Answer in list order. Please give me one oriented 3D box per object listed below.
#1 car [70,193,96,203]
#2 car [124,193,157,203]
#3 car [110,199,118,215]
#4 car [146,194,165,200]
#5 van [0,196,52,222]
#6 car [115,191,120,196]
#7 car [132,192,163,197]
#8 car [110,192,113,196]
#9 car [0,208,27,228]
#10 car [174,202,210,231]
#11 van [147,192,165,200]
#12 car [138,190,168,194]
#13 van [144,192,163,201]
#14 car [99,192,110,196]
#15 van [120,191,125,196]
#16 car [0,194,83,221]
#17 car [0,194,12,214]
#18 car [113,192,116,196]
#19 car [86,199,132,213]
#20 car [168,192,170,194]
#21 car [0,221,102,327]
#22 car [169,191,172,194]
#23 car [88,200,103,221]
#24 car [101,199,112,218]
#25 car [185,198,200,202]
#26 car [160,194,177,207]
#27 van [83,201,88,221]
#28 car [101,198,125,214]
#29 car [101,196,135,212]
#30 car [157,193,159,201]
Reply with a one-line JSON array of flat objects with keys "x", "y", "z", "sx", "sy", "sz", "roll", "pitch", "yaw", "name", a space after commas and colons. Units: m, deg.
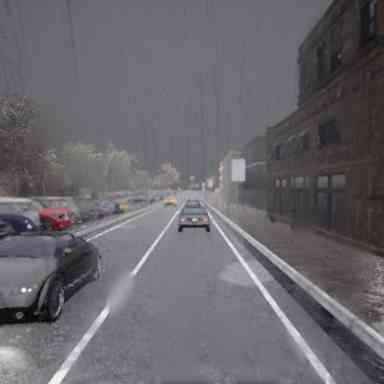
[{"x": -21.825, "y": 1.183, "z": 66.564, "sx": 4.553, "sy": 1.767, "sz": 2.185, "roll": 0, "pitch": 0, "yaw": 0, "name": "car"}, {"x": -9.349, "y": 1.351, "z": 60.854, "sx": 4.792, "sy": 1.488, "sz": 2.163, "roll": 0, "pitch": 0, "yaw": 0, "name": "car"}, {"x": -9.284, "y": 1.562, "z": 29.311, "sx": 4.674, "sy": 1.452, "sz": 2.002, "roll": 0, "pitch": 0, "yaw": 0, "name": "car"}, {"x": -9.153, "y": 1.315, "z": 83.459, "sx": 4.674, "sy": 1.452, "sz": 2.002, "roll": 0, "pitch": 0, "yaw": 0, "name": "car"}, {"x": -9.232, "y": 1.298, "z": 15.394, "sx": 4.442, "sy": 1.987, "sz": 1.878, "roll": 0, "pitch": 0, "yaw": 0, "name": "van"}, {"x": -21.699, "y": 1.023, "z": 83.381, "sx": 5.566, "sy": 2.045, "sz": 2.435, "roll": 0, "pitch": 0, "yaw": 0, "name": "car"}, {"x": -9.442, "y": 1.301, "z": 69.333, "sx": 5.366, "sy": 1.575, "sz": 1.946, "roll": 0, "pitch": 0, "yaw": 0, "name": "car"}, {"x": -21.741, "y": 1.316, "z": 77.734, "sx": 4.792, "sy": 1.488, "sz": 2.163, "roll": 0, "pitch": 0, "yaw": 0, "name": "car"}, {"x": -9.355, "y": 1.525, "z": 12.611, "sx": 4.892, "sy": 1.521, "sz": 2.231, "roll": 0, "pitch": 0, "yaw": 0, "name": "car"}, {"x": 0.128, "y": 1.543, "z": 20.287, "sx": 2.033, "sy": 1.411, "sz": 5.357, "roll": 0, "pitch": 0, "yaw": 0, "name": "car"}, {"x": -9.247, "y": 1.040, "z": 86.165, "sx": 4.442, "sy": 1.987, "sz": 1.878, "roll": 0, "pitch": 0, "yaw": 0, "name": "van"}, {"x": -9.165, "y": 1.035, "z": 77.808, "sx": 5.566, "sy": 2.045, "sz": 2.435, "roll": 0, "pitch": 0, "yaw": 0, "name": "car"}, {"x": -9.288, "y": 1.055, "z": 80.634, "sx": 4.442, "sy": 1.987, "sz": 1.878, "roll": 0, "pitch": 0, "yaw": 0, "name": "van"}, {"x": -21.798, "y": 1.293, "z": 75.036, "sx": 4.892, "sy": 1.521, "sz": 2.231, "roll": 0, "pitch": 0, "yaw": 0, "name": "car"}, {"x": -21.541, "y": 0.959, "z": 91.991, "sx": 4.442, "sy": 1.987, "sz": 1.878, "roll": 0, "pitch": 1, "yaw": 0, "name": "van"}, {"x": -9.306, "y": 1.272, "z": 18.178, "sx": 5.566, "sy": 2.045, "sz": 2.435, "roll": 0, "pitch": 0, "yaw": 0, "name": "car"}, {"x": -22.363, "y": 1.269, "z": 34.943, "sx": 5.566, "sy": 2.045, "sz": 2.435, "roll": 0, "pitch": 0, "yaw": 0, "name": "car"}, {"x": -21.719, "y": 1.310, "z": 80.558, "sx": 4.792, "sy": 1.488, "sz": 2.163, "roll": 0, "pitch": 0, "yaw": 0, "name": "car"}, {"x": -9.257, "y": 1.561, "z": 37.519, "sx": 4.674, "sy": 1.452, "sz": 2.002, "roll": -1, "pitch": 0, "yaw": 1, "name": "car"}, {"x": -9.111, "y": 1.275, "z": 89.124, "sx": 4.674, "sy": 1.452, "sz": 2.002, "roll": 0, "pitch": 1, "yaw": 0, "name": "car"}, {"x": -3.341, "y": 1.566, "z": 7.053, "sx": 1.994, "sy": 1.385, "sz": 4.181, "roll": 0, "pitch": 0, "yaw": 0, "name": "car"}, {"x": -9.060, "y": 1.128, "z": 94.782, "sx": 5.008, "sy": 1.535, "sz": 2.097, "roll": 0, "pitch": 1, "yaw": 0, "name": "car"}, {"x": -9.301, "y": 1.524, "z": 23.744, "sx": 4.892, "sy": 1.521, "sz": 2.231, "roll": 0, "pitch": 0, "yaw": 0, "name": "car"}, {"x": -9.265, "y": 1.552, "z": 26.528, "sx": 4.792, "sy": 1.488, "sz": 2.163, "roll": 0, "pitch": 0, "yaw": 0, "name": "car"}, {"x": 0.155, "y": 1.470, "z": 41.931, "sx": 2.128, "sy": 1.511, "sz": 4.902, "roll": 0, "pitch": 0, "yaw": 0, "name": "car"}, {"x": -3.259, "y": 1.441, "z": 50.475, "sx": 1.882, "sy": 1.535, "sz": 5.008, "roll": 0, "pitch": 0, "yaw": 0, "name": "car"}, {"x": -9.206, "y": 1.297, "z": 20.836, "sx": 4.442, "sy": 1.987, "sz": 1.878, "roll": 0, "pitch": 0, "yaw": 0, "name": "van"}, {"x": -9.297, "y": 1.551, "z": 32.094, "sx": 4.792, "sy": 1.488, "sz": 2.163, "roll": 0, "pitch": 0, "yaw": 0, "name": "car"}, {"x": -9.069, "y": 1.518, "z": 34.876, "sx": 5.366, "sy": 1.575, "sz": 1.946, "roll": 0, "pitch": 0, "yaw": 0, "name": "car"}, {"x": -9.301, "y": 1.356, "z": 63.680, "sx": 4.674, "sy": 1.452, "sz": 2.002, "roll": 0, "pitch": 0, "yaw": 0, "name": "car"}]
